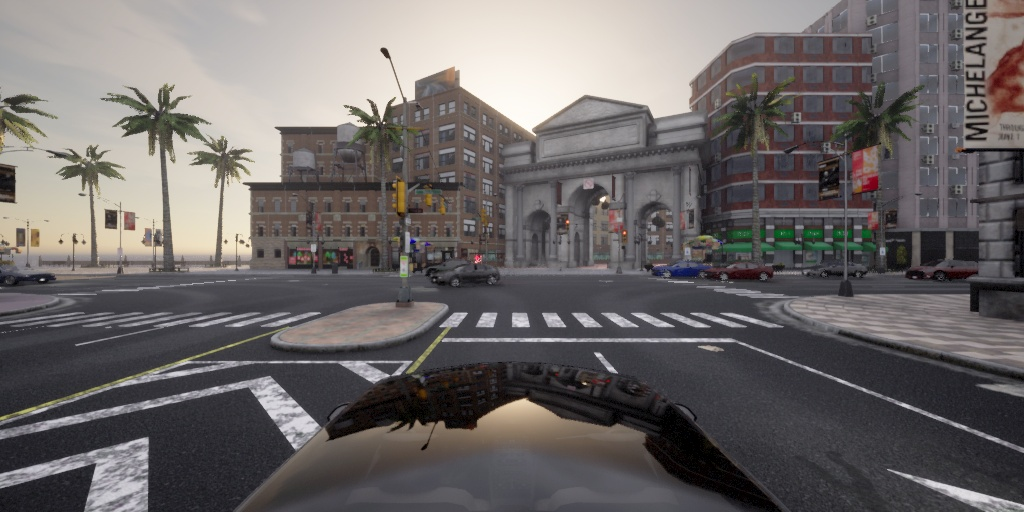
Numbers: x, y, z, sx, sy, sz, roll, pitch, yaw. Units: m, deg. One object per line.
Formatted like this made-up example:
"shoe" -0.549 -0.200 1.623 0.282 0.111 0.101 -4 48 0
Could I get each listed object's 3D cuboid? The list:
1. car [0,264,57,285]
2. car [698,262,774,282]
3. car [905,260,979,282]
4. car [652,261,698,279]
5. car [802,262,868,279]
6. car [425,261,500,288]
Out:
"car" -35.828 1.297 25.337 5.357 1.411 2.033 0 0 0
"car" 18.013 1.228 28.623 5.008 1.535 1.882 0 0 1
"car" 34.204 1.102 28.384 4.553 1.767 2.097 0 0 2
"car" 15.152 1.227 32.145 5.008 1.535 1.882 0 0 0
"car" 28.704 1.241 32.004 4.902 1.511 2.128 0 0 1
"car" -3.010 1.255 23.913 4.892 1.490 1.837 0 -1 -40
